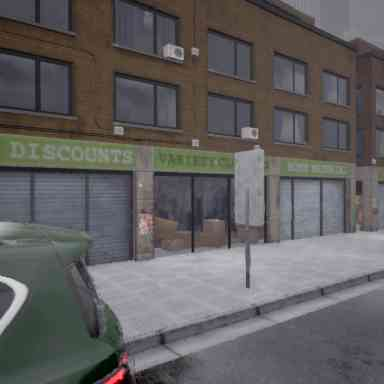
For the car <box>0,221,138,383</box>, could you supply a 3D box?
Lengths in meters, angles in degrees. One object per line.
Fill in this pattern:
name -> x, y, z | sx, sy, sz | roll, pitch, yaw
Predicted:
car -> -2.878, 1.221, 1.043 | 5.566, 2.045, 2.150 | 0, 0, -36
